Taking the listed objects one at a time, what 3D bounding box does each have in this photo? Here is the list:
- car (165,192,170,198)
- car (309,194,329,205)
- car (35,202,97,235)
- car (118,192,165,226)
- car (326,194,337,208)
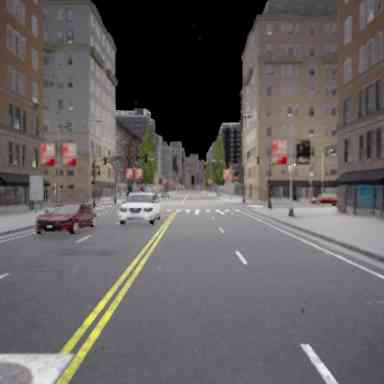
[{"bbox_3d":[-6.512,0.766,82.184,1.837,1.490,4.892,0,1,0],"label":"car"},{"bbox_3d":[18.908,1.002,47.644,4.097,1.590,1.967,0,1,0],"label":"car"},{"bbox_3d":[-6.594,1.321,17.926,1.882,1.535,5.008,0,0,0],"label":"car"},{"bbox_3d":[-3.334,1.028,22.257,2.150,2.045,5.566,0,0,0],"label":"car"},{"bbox_3d":[18.868,1.232,39.622,4.313,1.339,1.947,0,1,0],"label":"car"}]
